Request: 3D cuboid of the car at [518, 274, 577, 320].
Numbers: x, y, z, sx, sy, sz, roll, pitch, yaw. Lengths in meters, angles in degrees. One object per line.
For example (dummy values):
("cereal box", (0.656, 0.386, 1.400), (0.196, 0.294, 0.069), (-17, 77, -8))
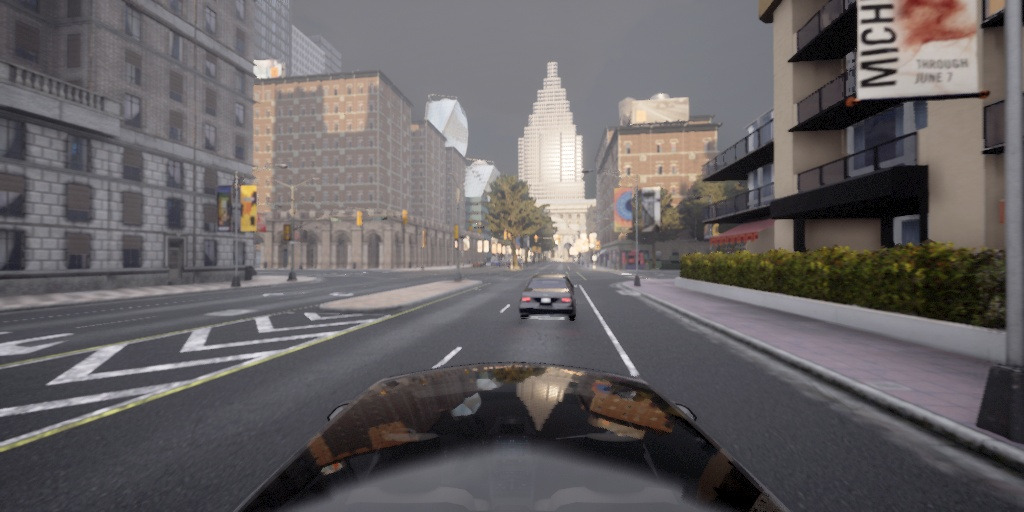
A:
("car", (1.378, 1.371, 13.087), (2.033, 1.411, 5.357), (0, 0, 9))
